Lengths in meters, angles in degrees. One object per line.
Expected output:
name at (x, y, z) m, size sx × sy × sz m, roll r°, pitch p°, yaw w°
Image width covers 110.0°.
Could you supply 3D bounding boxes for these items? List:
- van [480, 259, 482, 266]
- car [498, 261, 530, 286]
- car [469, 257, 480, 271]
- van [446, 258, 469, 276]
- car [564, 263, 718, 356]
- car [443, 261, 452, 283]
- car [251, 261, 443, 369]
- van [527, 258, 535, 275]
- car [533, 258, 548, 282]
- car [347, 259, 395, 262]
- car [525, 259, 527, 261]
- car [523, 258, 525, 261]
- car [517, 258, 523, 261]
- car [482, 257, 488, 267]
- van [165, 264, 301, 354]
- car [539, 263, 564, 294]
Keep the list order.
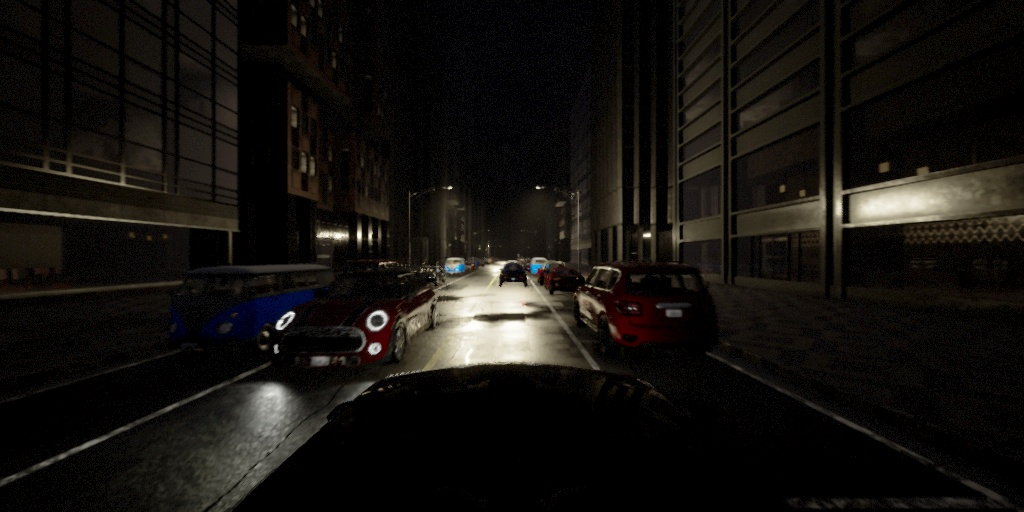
van at (-5.790, 1.072, 53.365) m, size 1.690 × 1.789 × 3.998 m, roll 0°, pitch 0°, yaw 0°
car at (0.084, 1.262, 24.921) m, size 1.812 × 1.442 × 4.674 m, roll 0°, pitch 0°, yaw 0°
car at (-5.787, 1.174, 47.755) m, size 1.967 × 1.591 × 4.097 m, roll 0°, pitch 0°, yaw 0°
van at (-5.780, 1.080, 36.536) m, size 1.690 × 1.789 × 3.998 m, roll 0°, pitch 0°, yaw 0°
car at (2.762, 1.057, 8.504) m, size 2.192 × 1.841 × 5.009 m, roll 0°, pitch 0°, yaw 0°
car at (-5.773, 1.295, 25.317) m, size 2.007 × 1.370 × 4.403 m, roll 0°, pitch 0°, yaw 0°
car at (-3.094, 1.102, 8.024) m, size 2.097 × 1.767 × 4.553 m, roll 0°, pitch 0°, yaw 0°
van at (2.745, 1.068, 36.549) m, size 1.690 × 1.789 × 3.998 m, roll 0°, pitch 0°, yaw 0°
car at (2.752, 1.172, 25.331) m, size 1.967 × 1.591 × 4.097 m, roll 0°, pitch 0°, yaw 0°
car at (-5.766, 1.065, 14.098) m, size 2.192 × 1.841 × 5.009 m, roll 0°, pitch 0°, yaw 0°
car at (2.742, 1.270, 42.159) m, size 1.888 × 1.381 × 4.507 m, roll 0°, pitch 0°, yaw 0°
car at (2.738, 1.288, 47.768) m, size 1.948 × 1.339 × 4.313 m, roll 0°, pitch 0°, yaw 0°
car at (0.069, 1.254, 41.642) m, size 1.812 × 1.442 × 4.674 m, roll 0°, pitch 0°, yaw 0°
car at (-5.797, 1.257, 64.412) m, size 1.751 × 1.417 × 4.829 m, roll 0°, pitch 0°, yaw 0°
van at (-5.763, 1.095, 8.489) m, size 1.690 × 1.789 × 3.998 m, roll 0°, pitch 0°, yaw 0°
car at (2.756, 1.281, 19.722) m, size 1.888 × 1.381 × 4.507 m, roll 0°, pitch 0°, yaw 0°
